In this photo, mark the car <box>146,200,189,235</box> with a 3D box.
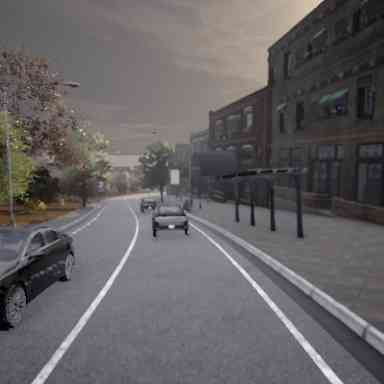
[{"bbox_3d":[-1.303,1.444,18.392,2.128,1.511,4.902,-1,0,-7],"label":"car"}]

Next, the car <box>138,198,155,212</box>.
[{"bbox_3d":[-5.048,1.449,38.449,1.837,1.490,4.892,-1,0,-12],"label":"car"}]

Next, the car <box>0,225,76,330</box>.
[{"bbox_3d":[-3.889,1.498,6.929,2.128,1.511,4.902,0,0,-3],"label":"car"}]
